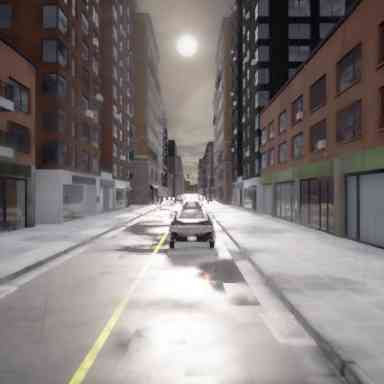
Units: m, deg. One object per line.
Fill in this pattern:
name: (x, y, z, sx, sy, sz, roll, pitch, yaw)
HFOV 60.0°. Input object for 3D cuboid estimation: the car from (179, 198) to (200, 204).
car: (0.000, 1.535, 29.650, 1.812, 1.442, 4.674, 0, 0, 0)

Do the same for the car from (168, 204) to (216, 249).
car: (0.000, 1.495, 14.650, 2.128, 1.511, 4.902, 0, 0, 0)

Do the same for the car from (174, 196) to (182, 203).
car: (-2.750, 1.514, 68.385, 1.812, 1.442, 4.674, 0, 0, 0)
